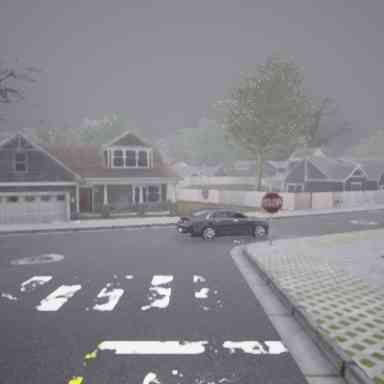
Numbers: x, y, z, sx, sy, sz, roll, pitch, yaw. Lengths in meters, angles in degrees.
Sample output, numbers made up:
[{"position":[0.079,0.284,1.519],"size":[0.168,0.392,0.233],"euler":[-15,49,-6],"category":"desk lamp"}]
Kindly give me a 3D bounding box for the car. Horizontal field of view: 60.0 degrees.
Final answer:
[{"position":[1.621,1.524,16.476],"size":[4.892,1.490,1.837],"euler":[1,2,-26],"category":"car"}]
